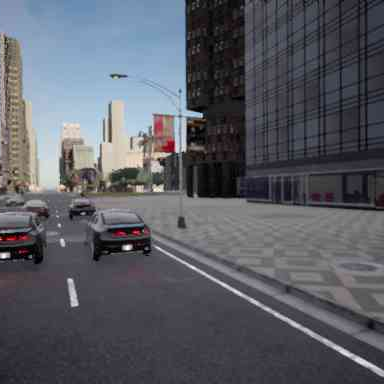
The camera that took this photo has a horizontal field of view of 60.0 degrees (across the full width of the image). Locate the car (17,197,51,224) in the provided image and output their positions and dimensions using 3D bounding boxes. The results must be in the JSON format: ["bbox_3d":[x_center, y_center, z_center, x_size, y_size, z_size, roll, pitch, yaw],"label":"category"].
[{"bbox_3d":[-12.133,1.340,25.859,1.812,1.442,4.674,-1,1,-22],"label":"car"}]

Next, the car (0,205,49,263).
[{"bbox_3d":[-5.979,1.430,11.211,1.837,1.490,4.892,-1,1,-22],"label":"car"}]

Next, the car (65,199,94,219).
[{"bbox_3d":[-8.834,1.285,26.380,1.837,1.490,4.892,-1,1,-22],"label":"car"}]

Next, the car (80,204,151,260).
[{"bbox_3d":[-2.859,1.389,12.167,1.837,1.490,4.892,-1,1,-22],"label":"car"}]

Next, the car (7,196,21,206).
[{"bbox_3d":[-24.024,1.229,45.378,1.812,1.442,4.674,-1,0,-22],"label":"car"}]
